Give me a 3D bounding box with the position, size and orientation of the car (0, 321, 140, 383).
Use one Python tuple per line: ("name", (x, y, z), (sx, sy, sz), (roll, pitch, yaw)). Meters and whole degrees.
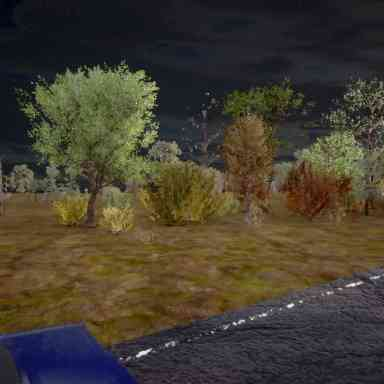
("car", (-2.568, 1.601, 1.576), (4.718, 1.301, 1.895), (0, 0, -36))
